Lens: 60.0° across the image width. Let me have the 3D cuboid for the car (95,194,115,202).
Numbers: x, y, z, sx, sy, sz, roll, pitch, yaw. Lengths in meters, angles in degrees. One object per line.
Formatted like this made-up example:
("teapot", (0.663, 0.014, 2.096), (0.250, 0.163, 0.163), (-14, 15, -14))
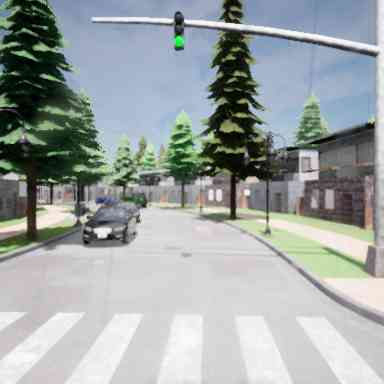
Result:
("car", (-13.386, 1.140, 52.174), (2.097, 1.767, 4.553), (0, 0, -42))

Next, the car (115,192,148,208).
("car", (-7.719, 1.043, 43.520), (2.150, 2.045, 5.566), (0, 0, -33))

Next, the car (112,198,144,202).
("car", (-4.829, 1.418, 24.654), (1.812, 1.442, 4.674), (0, 0, -12))

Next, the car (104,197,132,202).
("car", (-7.650, 1.456, 34.379), (1.895, 1.301, 4.718), (0, 0, -21))

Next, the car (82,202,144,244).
("car", (-3.644, 1.419, 15.393), (2.128, 1.511, 4.902), (0, 0, -4))
